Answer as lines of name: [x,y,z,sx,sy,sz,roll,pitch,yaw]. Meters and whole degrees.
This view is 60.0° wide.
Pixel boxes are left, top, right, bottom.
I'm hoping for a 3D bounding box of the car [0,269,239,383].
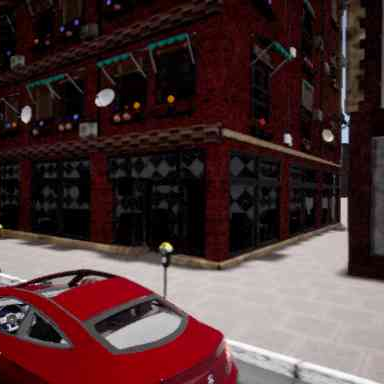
car: [-1.515,1.580,3.780,4.206,1.307,1.802,0,1,35]
